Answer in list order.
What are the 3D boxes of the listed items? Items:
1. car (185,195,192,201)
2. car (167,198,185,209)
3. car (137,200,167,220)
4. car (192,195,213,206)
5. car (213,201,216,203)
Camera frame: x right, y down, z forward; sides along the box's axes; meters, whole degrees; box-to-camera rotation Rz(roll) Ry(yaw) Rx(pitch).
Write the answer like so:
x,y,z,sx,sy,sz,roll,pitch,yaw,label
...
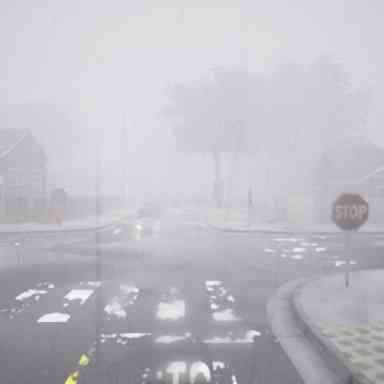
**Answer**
x,y,z,sx,sy,sz,roll,pitch,yaw,label
-0.206,1.248,61.176,1.837,1.490,4.892,0,0,10,car
-2.527,1.500,45.082,1.882,1.535,5.008,0,0,6,car
-3.508,1.506,28.600,1.837,1.490,4.892,0,0,1,car
1.869,1.404,57.008,2.097,1.767,4.553,0,0,10,car
3.722,1.401,66.752,2.097,1.767,4.553,1,0,13,car
